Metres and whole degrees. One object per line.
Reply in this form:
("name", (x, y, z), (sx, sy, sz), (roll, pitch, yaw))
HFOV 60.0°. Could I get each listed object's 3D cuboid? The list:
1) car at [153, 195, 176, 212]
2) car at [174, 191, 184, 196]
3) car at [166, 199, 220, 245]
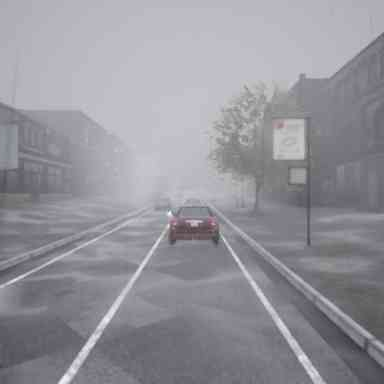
("car", (-3.102, 1.315, 36.526), (1.837, 1.490, 4.892), (0, 1, 0))
("car", (-3.019, 0.598, 78.313), (1.837, 1.490, 4.892), (0, 0, 0))
("car", (0.097, 1.322, 15.610), (2.097, 1.767, 4.553), (0, 0, 0))
